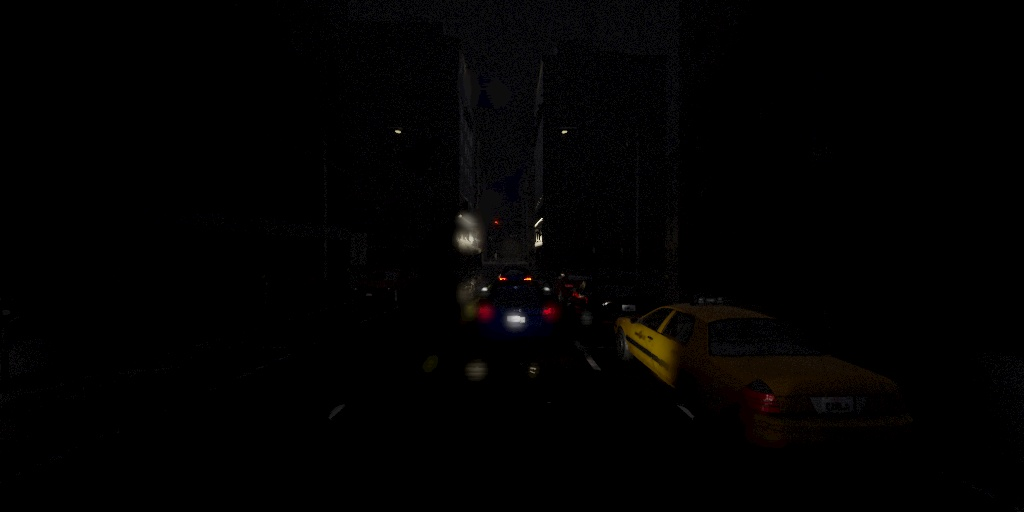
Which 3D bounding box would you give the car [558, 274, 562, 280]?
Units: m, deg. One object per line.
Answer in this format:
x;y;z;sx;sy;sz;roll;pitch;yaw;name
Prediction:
2.882;1.327;16.464;1.802;1.307;4.207;0;0;0;car

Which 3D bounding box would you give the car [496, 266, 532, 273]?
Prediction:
0.111;1.270;19.578;1.812;1.442;4.674;0;0;-2;car

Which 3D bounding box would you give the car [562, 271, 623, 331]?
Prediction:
2.879;1.313;10.878;1.948;1.339;4.313;0;0;0;car

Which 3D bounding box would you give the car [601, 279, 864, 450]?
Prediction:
2.876;1.274;5.462;1.751;1.417;4.829;0;0;0;car

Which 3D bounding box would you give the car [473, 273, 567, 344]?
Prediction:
0.104;1.312;9.563;1.994;1.385;4.181;0;0;0;car

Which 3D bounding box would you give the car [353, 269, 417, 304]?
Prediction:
-5.663;1.290;16.466;1.888;1.381;4.507;0;0;0;car
